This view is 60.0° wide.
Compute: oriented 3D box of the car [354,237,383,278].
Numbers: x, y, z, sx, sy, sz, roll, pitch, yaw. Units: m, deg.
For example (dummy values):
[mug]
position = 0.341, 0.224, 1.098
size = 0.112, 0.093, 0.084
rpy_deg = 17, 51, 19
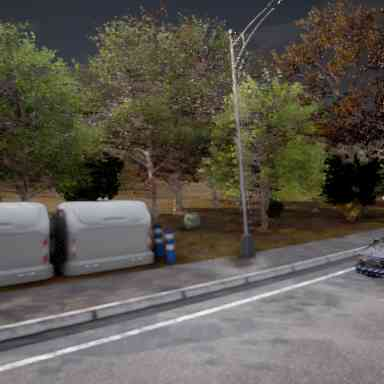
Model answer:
[car]
position = 6.603, 1.561, 9.338
size = 5.357, 1.411, 2.033
rpy_deg = 0, -1, -40
